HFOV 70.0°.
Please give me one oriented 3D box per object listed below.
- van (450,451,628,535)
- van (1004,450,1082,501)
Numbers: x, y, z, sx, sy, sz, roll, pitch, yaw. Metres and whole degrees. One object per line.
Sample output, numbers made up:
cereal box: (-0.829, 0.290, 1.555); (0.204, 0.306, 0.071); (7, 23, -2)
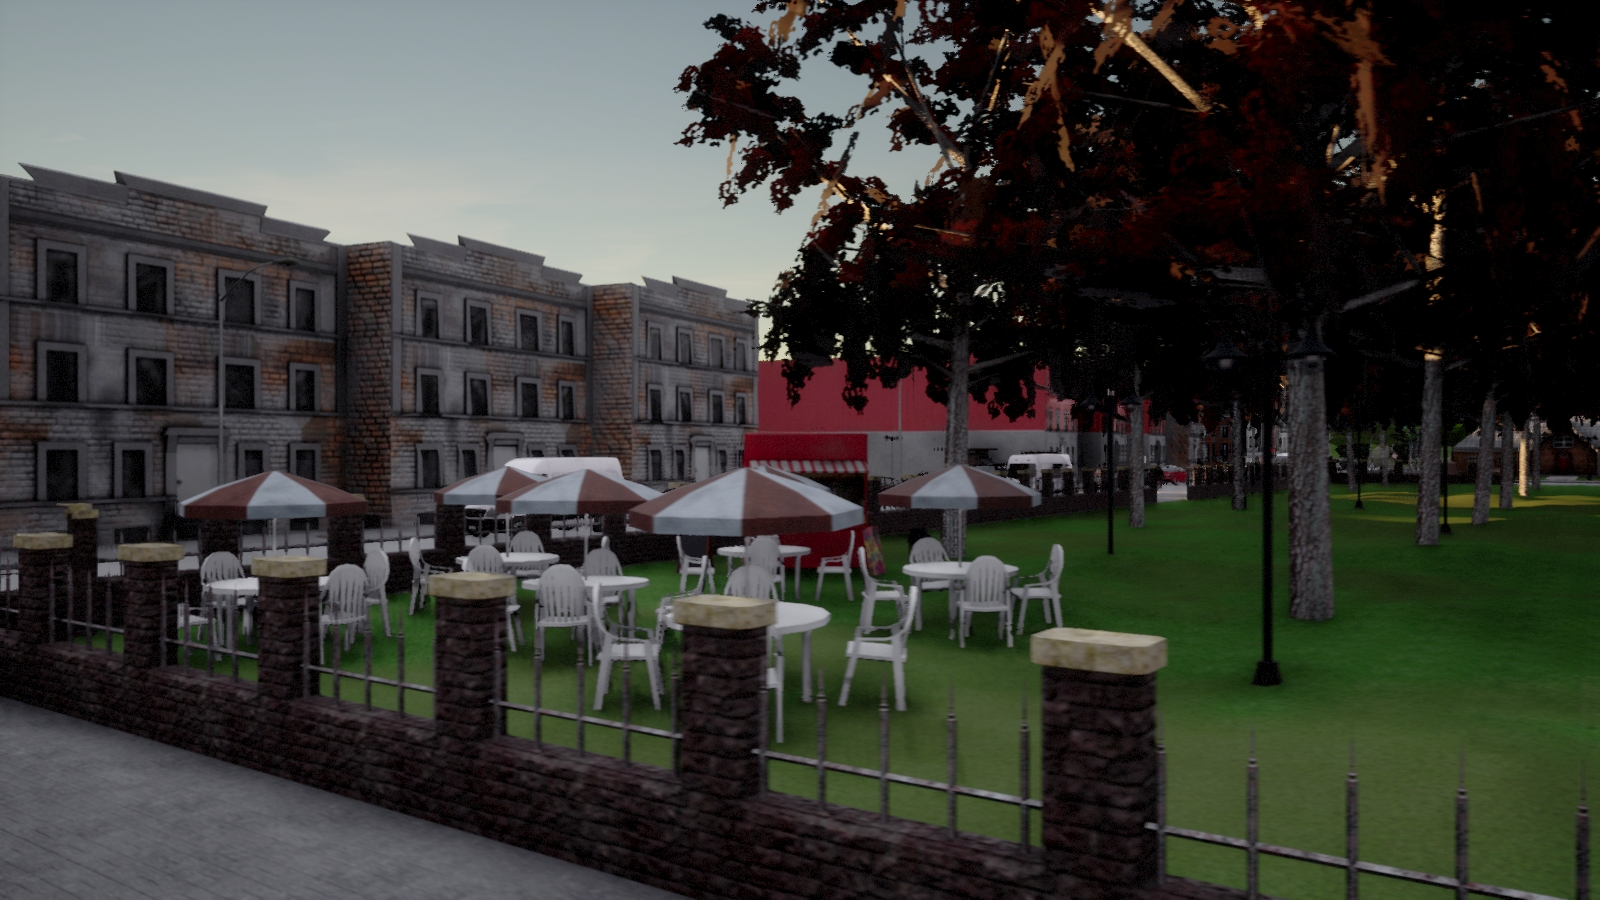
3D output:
van: (-8.440, 1.303, 37.568); (1.988, 2.561, 5.915); (0, 0, 35)
van: (13.128, 1.305, 61.447); (1.988, 2.561, 5.915); (0, 0, 35)
